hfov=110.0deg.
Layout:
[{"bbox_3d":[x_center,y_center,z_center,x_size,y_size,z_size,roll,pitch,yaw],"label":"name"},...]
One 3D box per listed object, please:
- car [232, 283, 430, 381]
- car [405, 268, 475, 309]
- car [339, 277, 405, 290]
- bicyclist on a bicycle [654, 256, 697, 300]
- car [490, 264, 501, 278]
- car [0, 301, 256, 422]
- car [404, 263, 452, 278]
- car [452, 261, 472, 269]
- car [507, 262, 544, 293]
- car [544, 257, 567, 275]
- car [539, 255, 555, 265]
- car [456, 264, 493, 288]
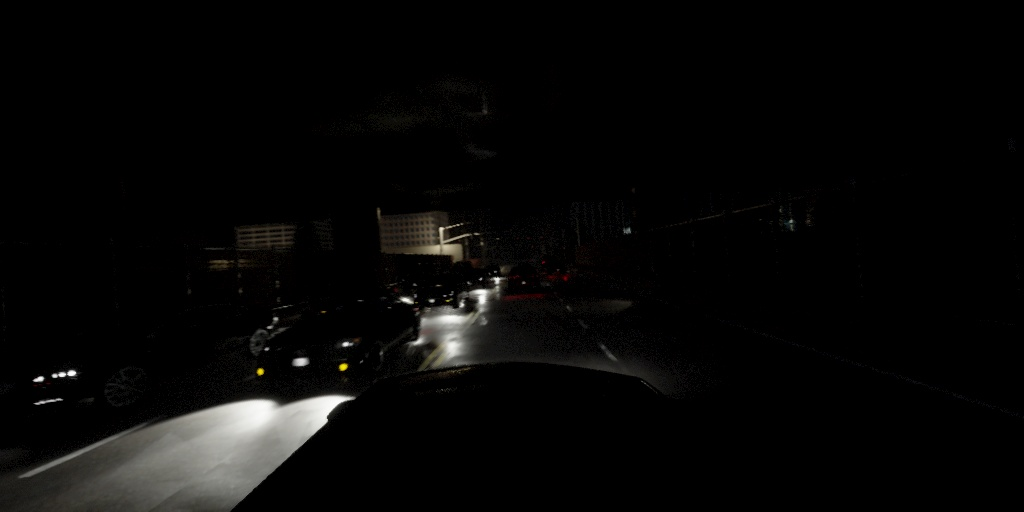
[{"bbox_3d":[-3.465,1.584,7.959,1.994,1.385,4.181,-4,0,2],"label":"car"},{"bbox_3d":[-3.158,1.564,16.860,1.837,1.490,4.892,-4,0,2],"label":"car"},{"bbox_3d":[-6.669,1.853,16.107,1.994,1.385,4.181,-4,0,2],"label":"car"},{"bbox_3d":[6.167,0.781,13.778,1.656,1.620,0.582,-13,-1,2],"label":"bicyclist on a bicycle"},{"bbox_3d":[-2.271,1.666,40.321,1.837,1.490,4.892,-4,-1,2],"label":"car"},{"bbox_3d":[-6.990,1.742,7.206,2.128,1.511,4.902,-4,0,2],"label":"car"},{"bbox_3d":[-6.330,1.557,26.512,2.150,2.045,5.566,-4,0,2],"label":"car"},{"bbox_3d":[-5.737,1.622,41.384,2.150,2.045,5.566,-4,-1,2],"label":"car"},{"bbox_3d":[0.715,1.314,22.002,1.882,1.535,5.008,-4,0,2],"label":"car"},{"bbox_3d":[4.731,1.205,38.411,1.812,1.442,4.674,-4,0,3],"label":"car"},{"bbox_3d":[5.047,0.955,49.348,2.150,2.045,5.566,-4,0,2],"label":"car"},{"bbox_3d":[-2.790,1.630,27.061,1.812,1.442,4.674,-4,0,2],"label":"car"}]
